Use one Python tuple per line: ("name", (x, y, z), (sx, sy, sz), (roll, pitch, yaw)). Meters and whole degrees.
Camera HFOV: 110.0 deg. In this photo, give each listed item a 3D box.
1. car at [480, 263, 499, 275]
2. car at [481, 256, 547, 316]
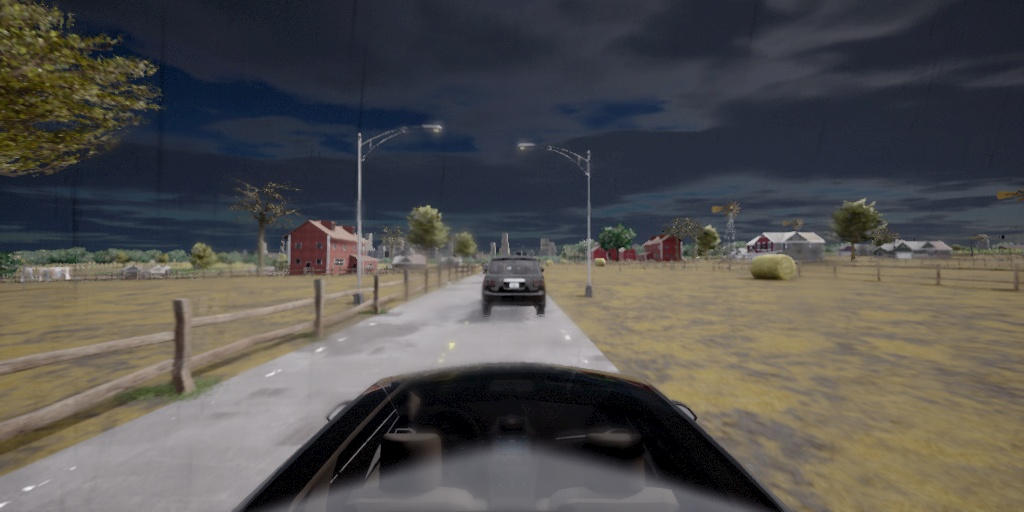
("car", (-2.838, 1.625, 46.365), (2.128, 1.511, 4.902), (0, -1, 0))
("car", (0.082, 1.022, 13.772), (2.150, 2.045, 5.566), (0, 0, 0))
